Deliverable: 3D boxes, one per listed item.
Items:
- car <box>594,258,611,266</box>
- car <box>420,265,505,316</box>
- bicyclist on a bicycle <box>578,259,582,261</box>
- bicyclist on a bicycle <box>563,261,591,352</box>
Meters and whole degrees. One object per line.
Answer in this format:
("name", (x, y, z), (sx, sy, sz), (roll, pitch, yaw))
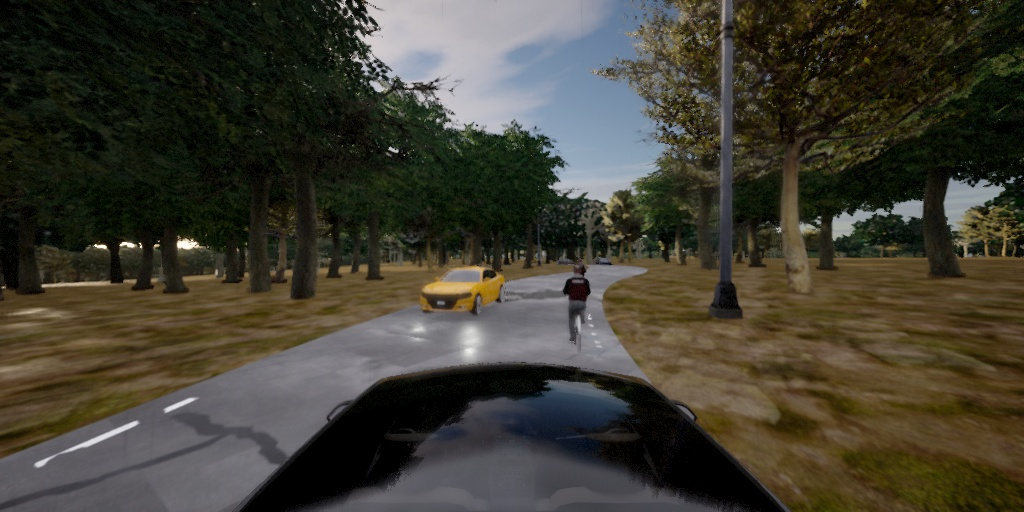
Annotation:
("car", (15.963, 0.991, 63.482), (1.994, 1.385, 4.181), (0, -1, -7))
("car", (-1.620, 1.133, 13.292), (1.882, 1.535, 5.008), (0, 1, 13))
("bicyclist on a bicycle", (3.105, 0.998, 16.365), (0.659, 1.776, 1.843), (0, 1, 15))
("bicyclist on a bicycle", (1.424, 1.080, 7.899), (0.659, 1.776, 1.843), (0, 1, 6))
